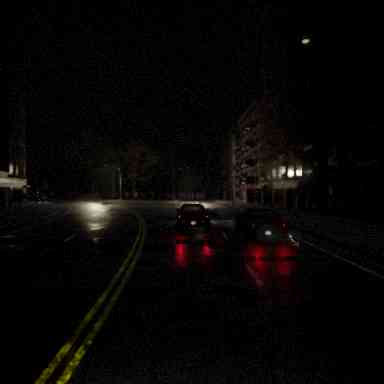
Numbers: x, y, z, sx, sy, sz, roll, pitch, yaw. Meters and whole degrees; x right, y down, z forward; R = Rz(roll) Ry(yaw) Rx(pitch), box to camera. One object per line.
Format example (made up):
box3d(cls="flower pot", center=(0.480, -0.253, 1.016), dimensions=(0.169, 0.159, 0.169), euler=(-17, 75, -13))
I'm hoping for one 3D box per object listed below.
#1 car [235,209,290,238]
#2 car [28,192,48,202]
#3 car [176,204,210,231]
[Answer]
box3d(cls="car", center=(3.327, 1.483, 16.762), dimensions=(1.895, 1.301, 4.718), euler=(0, 0, 0))
box3d(cls="car", center=(-34.681, 1.191, 75.753), dimensions=(2.150, 2.045, 5.566), euler=(-1, 0, -43))
box3d(cls="car", center=(0.048, 1.395, 19.392), dimensions=(1.812, 1.442, 4.674), euler=(0, 0, 0))
